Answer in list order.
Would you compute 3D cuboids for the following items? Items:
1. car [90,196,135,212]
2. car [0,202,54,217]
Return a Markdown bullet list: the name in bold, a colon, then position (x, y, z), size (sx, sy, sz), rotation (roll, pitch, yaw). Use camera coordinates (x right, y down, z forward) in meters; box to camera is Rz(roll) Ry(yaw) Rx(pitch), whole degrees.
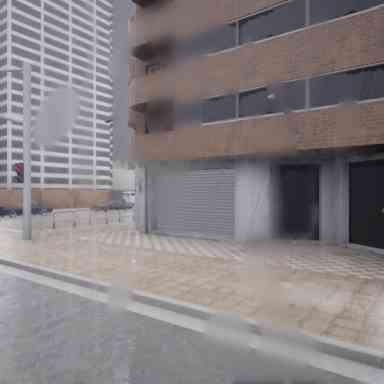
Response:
- **car**: position (-9.403, 1.547, 39.434), size (2.033, 1.411, 5.357), rotation (0, 0, 36)
- **car**: position (-15.559, 1.601, 30.977), size (1.895, 1.301, 4.718), rotation (0, 0, 36)
